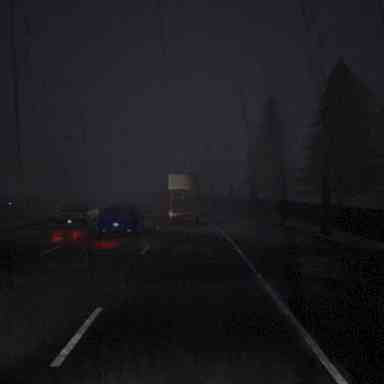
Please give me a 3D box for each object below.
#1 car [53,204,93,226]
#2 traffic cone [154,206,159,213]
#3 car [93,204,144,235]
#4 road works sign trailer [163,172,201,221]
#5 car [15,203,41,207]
[{"bbox_3d":[-7.503,1.453,21.971,1.895,1.301,4.718,0,0,-6],"label":"car"},{"bbox_3d":[-3.327,1.740,32.029,0.340,0.580,0.340,0,0,-10],"label":"traffic cone"},{"bbox_3d":[-3.699,1.356,17.995,1.882,1.535,5.008,0,0,-3],"label":"car"},{"bbox_3d":[-0.696,0.294,25.364,2.380,3.560,2.880,0,0,-10],"label":"road works sign trailer"},{"bbox_3d":[-17.407,1.301,36.677,2.033,1.411,5.357,0,0,-15],"label":"car"}]
